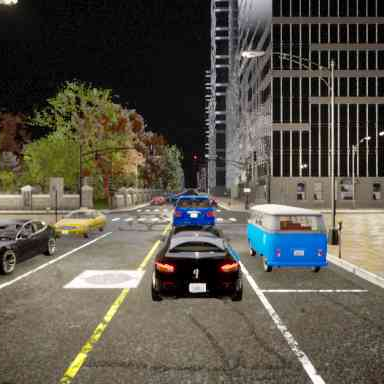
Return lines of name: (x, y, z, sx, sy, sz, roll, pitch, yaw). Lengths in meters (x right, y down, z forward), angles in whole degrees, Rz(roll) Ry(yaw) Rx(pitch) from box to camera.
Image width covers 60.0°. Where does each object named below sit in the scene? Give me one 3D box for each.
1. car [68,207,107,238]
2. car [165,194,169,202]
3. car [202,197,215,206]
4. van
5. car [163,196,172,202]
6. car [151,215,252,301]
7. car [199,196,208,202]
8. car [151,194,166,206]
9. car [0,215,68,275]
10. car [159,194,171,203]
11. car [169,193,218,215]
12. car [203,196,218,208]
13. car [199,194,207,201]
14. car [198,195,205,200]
car: (-5.827, 1.518, 17.672, 1.752, 1.417, 4.829, 0, 0, 0)
car: (-5.721, 1.521, 59.926, 2.008, 1.369, 4.403, 0, 0, 0)
car: (2.663, 1.539, 54.250, 1.947, 1.339, 4.313, 0, 0, 0)
van: (2.769, 1.338, 10.444, 1.690, 1.788, 3.998, 0, 0, 0)
car: (-5.730, 1.538, 76.974, 1.802, 1.307, 4.206, 0, 0, 0)
car: (0.098, 1.523, 8.168, 1.812, 1.442, 4.674, 0, 0, 0)
car: (2.652, 1.522, 76.974, 1.947, 1.339, 4.313, 0, 0, 0)
car: (-5.717, 1.518, 54.243, 1.887, 1.381, 4.507, 0, 0, 0)
car: (-5.775, 1.562, 10.438, 1.947, 1.339, 4.313, 0, 0, 0)
car: (-5.726, 1.277, 71.292, 2.192, 1.841, 5.009, 0, 0, 0)
car: (0.091, 1.214, 18.518, 2.150, 2.045, 5.566, 0, 0, 0)
car: (2.667, 1.416, 48.569, 1.967, 1.590, 4.097, 0, 0, 0)
car: (2.649, 1.389, 82.655, 1.967, 1.590, 4.097, 0, 0, 0)
car: (2.643, 1.453, 94.191, 1.752, 1.417, 4.829, 0, 0, 0)
